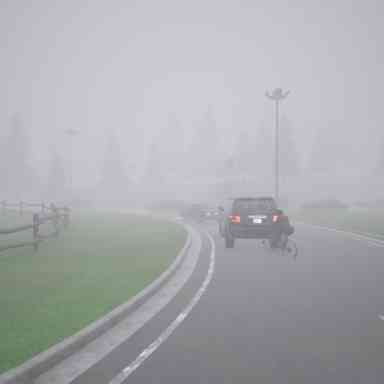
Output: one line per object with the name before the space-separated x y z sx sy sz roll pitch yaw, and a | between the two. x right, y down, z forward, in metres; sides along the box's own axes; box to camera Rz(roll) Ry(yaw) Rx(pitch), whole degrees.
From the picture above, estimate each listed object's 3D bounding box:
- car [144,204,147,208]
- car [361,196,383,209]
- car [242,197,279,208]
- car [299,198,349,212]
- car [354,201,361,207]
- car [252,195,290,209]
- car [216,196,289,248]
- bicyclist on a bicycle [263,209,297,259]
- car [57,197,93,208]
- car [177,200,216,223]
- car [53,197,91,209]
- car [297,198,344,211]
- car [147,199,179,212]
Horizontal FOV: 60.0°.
car | -3.208 1.548 41.332 5.357 1.411 2.033 0 0 2
car | 25.373 1.353 43.662 4.553 1.767 2.097 0 0 2
car | 9.792 1.477 47.805 5.008 1.535 1.882 0 0 2
car | 14.721 1.601 37.094 4.718 1.301 1.895 0 0 2
car | 25.624 1.601 47.155 4.718 1.301 1.895 0 0 2
car | 10.468 1.351 44.274 4.553 1.767 2.097 0 0 2
car | 2.452 1.203 14.885 2.150 2.045 5.566 -1 -1 1
bicyclist on a bicycle | 3.130 1.457 11.743 0.582 1.620 1.656 0 9 -30
car | -17.186 1.526 48.910 4.674 1.442 1.812 0 0 2
car | 0.814 1.547 25.378 2.033 1.411 5.357 0 0 -20
car | -16.363 1.477 45.374 5.008 1.535 1.882 0 0 2
car | 15.628 1.492 40.559 4.902 1.511 2.128 0 0 2
car | -2.392 1.525 37.792 4.674 1.442 1.812 0 0 2
